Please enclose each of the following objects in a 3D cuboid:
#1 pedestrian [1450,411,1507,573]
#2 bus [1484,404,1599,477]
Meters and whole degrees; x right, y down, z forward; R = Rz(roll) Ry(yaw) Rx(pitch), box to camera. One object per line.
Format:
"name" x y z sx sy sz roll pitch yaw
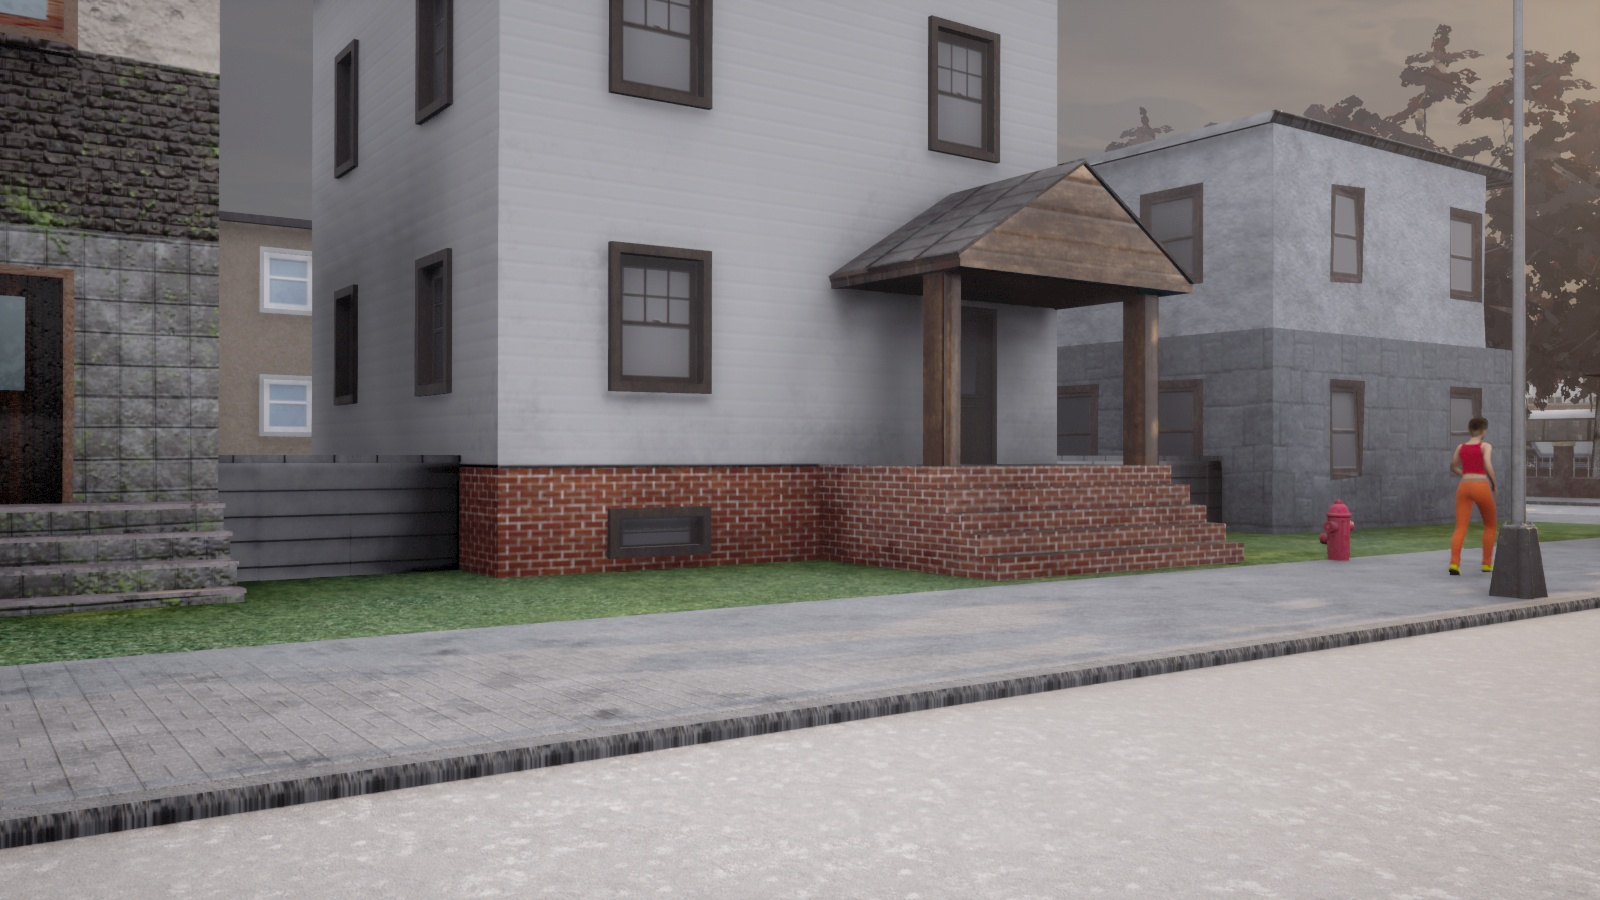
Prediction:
"pedestrian" 7.833 0.473 14.502 0.594 1.836 0.345 0 0 -34
"bus" 47.707 -0.547 76.169 3.944 4.253 10.273 0 0 -34
